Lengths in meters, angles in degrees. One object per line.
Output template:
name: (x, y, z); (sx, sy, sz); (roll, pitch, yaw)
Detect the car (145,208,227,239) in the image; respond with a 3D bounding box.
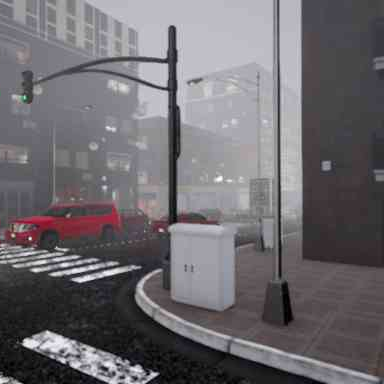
car: (-0.194, 1.897, 19.311); (1.882, 1.535, 5.008); (0, -1, 35)

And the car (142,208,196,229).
car: (-1.764, 2.071, 27.053); (1.752, 1.417, 4.829); (-2, -2, 35)

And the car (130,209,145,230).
car: (-4.817, 1.884, 22.658); (1.967, 1.590, 4.097); (-2, -2, 35)

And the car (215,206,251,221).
car: (4.535, 2.282, 36.127); (1.752, 1.417, 4.829); (-2, -2, 35)

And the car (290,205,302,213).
car: (16.368, 2.678, 48.432); (1.994, 1.385, 4.181); (0, -1, 35)

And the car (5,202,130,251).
car: (-6.008, 1.543, 16.375); (2.150, 2.045, 5.566); (0, -1, 35)

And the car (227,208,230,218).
car: (1.482, 2.220, 31.729); (1.947, 1.339, 4.313); (-2, -2, 35)

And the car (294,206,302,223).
car: (11.612, 2.254, 31.686); (1.752, 1.417, 4.829); (-2, -2, 35)

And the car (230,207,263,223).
car: (5.957, 2.322, 33.601); (1.895, 1.301, 4.718); (0, -1, 35)
